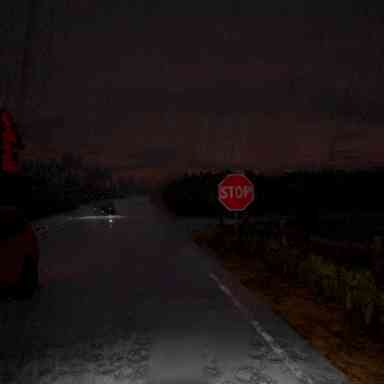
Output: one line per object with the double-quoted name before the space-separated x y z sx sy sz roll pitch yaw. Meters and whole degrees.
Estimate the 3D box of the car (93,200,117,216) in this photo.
"car" -8.822 1.593 33.719 1.812 1.442 4.674 -1 0 -9

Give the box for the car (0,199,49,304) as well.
"car" -4.351 1.290 5.593 2.150 2.045 5.566 -1 0 -9

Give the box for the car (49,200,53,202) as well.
"car" -25.464 1.781 54.673 5.008 1.535 1.882 -1 0 -10
